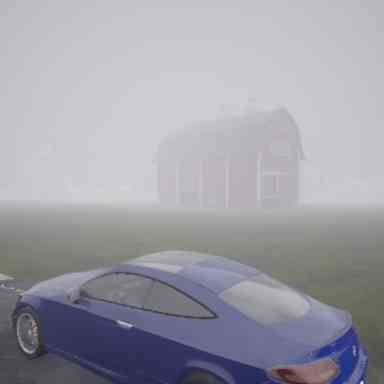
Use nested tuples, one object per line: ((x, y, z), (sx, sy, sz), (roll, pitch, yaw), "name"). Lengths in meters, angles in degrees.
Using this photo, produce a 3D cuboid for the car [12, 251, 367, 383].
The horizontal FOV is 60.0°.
((-0.410, 1.512, 4.253), (4.674, 1.442, 1.812), (0, 0, 36), "car")
